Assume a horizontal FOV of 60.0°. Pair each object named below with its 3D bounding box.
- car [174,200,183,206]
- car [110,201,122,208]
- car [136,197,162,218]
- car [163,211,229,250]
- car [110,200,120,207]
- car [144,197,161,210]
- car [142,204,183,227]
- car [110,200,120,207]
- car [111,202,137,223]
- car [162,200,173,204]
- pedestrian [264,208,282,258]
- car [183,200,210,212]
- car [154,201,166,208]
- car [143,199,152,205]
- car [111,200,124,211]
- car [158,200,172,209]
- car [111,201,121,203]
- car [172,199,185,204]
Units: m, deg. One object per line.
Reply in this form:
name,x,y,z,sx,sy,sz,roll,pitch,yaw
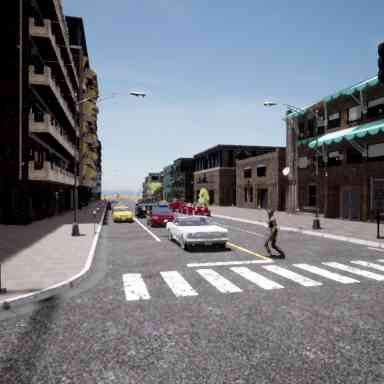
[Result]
car,-0.722,2.085,42.651,1.802,1.307,4.206,-1,-1,-14
car,-14.360,2.324,62.681,1.947,1.339,4.313,-1,-1,-14
car,-4.876,1.639,35.483,2.150,2.045,5.566,0,-1,-13
car,0.115,1.773,15.423,1.895,1.301,4.718,0,-1,-14
car,-17.110,2.447,73.698,2.008,1.369,4.403,-1,-1,-14
car,-6.729,1.888,55.649,2.150,2.045,5.566,0,-1,-14
car,-2.328,1.855,25.177,1.994,1.385,4.181,0,-1,-15
car,-15.735,2.372,68.189,1.887,1.381,4.507,-1,-1,-14
car,-6.141,1.870,29.451,1.752,1.417,4.829,-1,-1,-14
car,-4.271,2.111,46.022,1.994,1.385,4.181,0,-1,-14
pedestrian,2.874,1.423,11.931,0.375,1.860,0.375,-1,0,-14
car,0.671,1.875,37.151,1.967,1.590,4.097,-1,-1,-14
car,-6.222,2.360,64.683,1.802,1.307,4.206,-1,-1,-14
car,-11.763,2.583,86.880,1.752,1.417,4.829,-1,-1,-14
car,-11.617,2.060,51.665,1.967,1.590,4.097,-1,-1,-14
car,-4.889,2.236,59.341,1.752,1.417,4.829,-1,-1,-14
car,-7.505,1.966,35.136,2.008,1.369,4.403,-1,-1,-14
car,-2.100,1.887,48.162,2.192,1.841,5.009,-1,-1,-14
